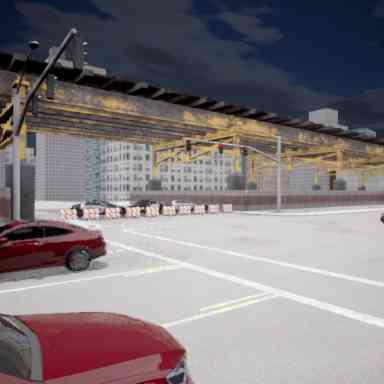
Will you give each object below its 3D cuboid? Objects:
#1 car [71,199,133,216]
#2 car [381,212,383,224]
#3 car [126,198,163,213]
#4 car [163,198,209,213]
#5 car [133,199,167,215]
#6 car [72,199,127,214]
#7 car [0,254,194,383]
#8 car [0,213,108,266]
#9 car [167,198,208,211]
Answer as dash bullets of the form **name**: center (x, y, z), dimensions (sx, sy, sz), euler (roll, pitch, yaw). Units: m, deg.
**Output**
- **car**: center (-8.370, 1.453, 30.399), dimensions (4.974, 1.542, 2.038), euler (0, 0, 8)
- **car**: center (15.209, 1.525, 23.514), dimensions (4.674, 1.442, 1.812), euler (0, 0, -36)
- **car**: center (-4.616, 1.295, 33.143), dimensions (1.853, 1.218, 4.536), euler (0, 0, 18)
- **car**: center (-0.730, 1.452, 36.862), dimensions (4.974, 1.542, 2.038), euler (0, 0, -7)
- **car**: center (-4.631, 1.452, 33.093), dimensions (2.038, 1.542, 4.974), euler (0, 0, 18)
- **car**: center (-8.421, 1.295, 30.406), dimensions (4.536, 1.218, 1.853), euler (0, 0, 8)
- **car**: center (-2.141, 1.526, 2.240), dimensions (4.674, 1.442, 1.812), euler (0, 0, -35)
- **car**: center (-4.711, 1.526, 9.233), dimensions (4.674, 1.442, 1.812), euler (0, 0, -36)
- **car**: center (-0.781, 1.295, 36.856), dimensions (4.536, 1.218, 1.853), euler (0, 0, -7)
